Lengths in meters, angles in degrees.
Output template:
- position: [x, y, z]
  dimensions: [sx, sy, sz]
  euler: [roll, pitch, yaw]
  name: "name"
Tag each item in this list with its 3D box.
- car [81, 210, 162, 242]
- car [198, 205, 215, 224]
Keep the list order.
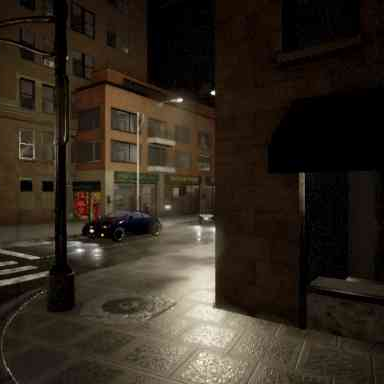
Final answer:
- position: [-3.400, 1.595, 16.726]
  dimensions: [1.994, 1.385, 4.181]
  euler: [0, 0, 35]
  name: "car"
- position: [2.309, 1.580, 24.737]
  dimensions: [1.812, 1.442, 4.674]
  euler: [0, 0, 35]
  name: "car"
